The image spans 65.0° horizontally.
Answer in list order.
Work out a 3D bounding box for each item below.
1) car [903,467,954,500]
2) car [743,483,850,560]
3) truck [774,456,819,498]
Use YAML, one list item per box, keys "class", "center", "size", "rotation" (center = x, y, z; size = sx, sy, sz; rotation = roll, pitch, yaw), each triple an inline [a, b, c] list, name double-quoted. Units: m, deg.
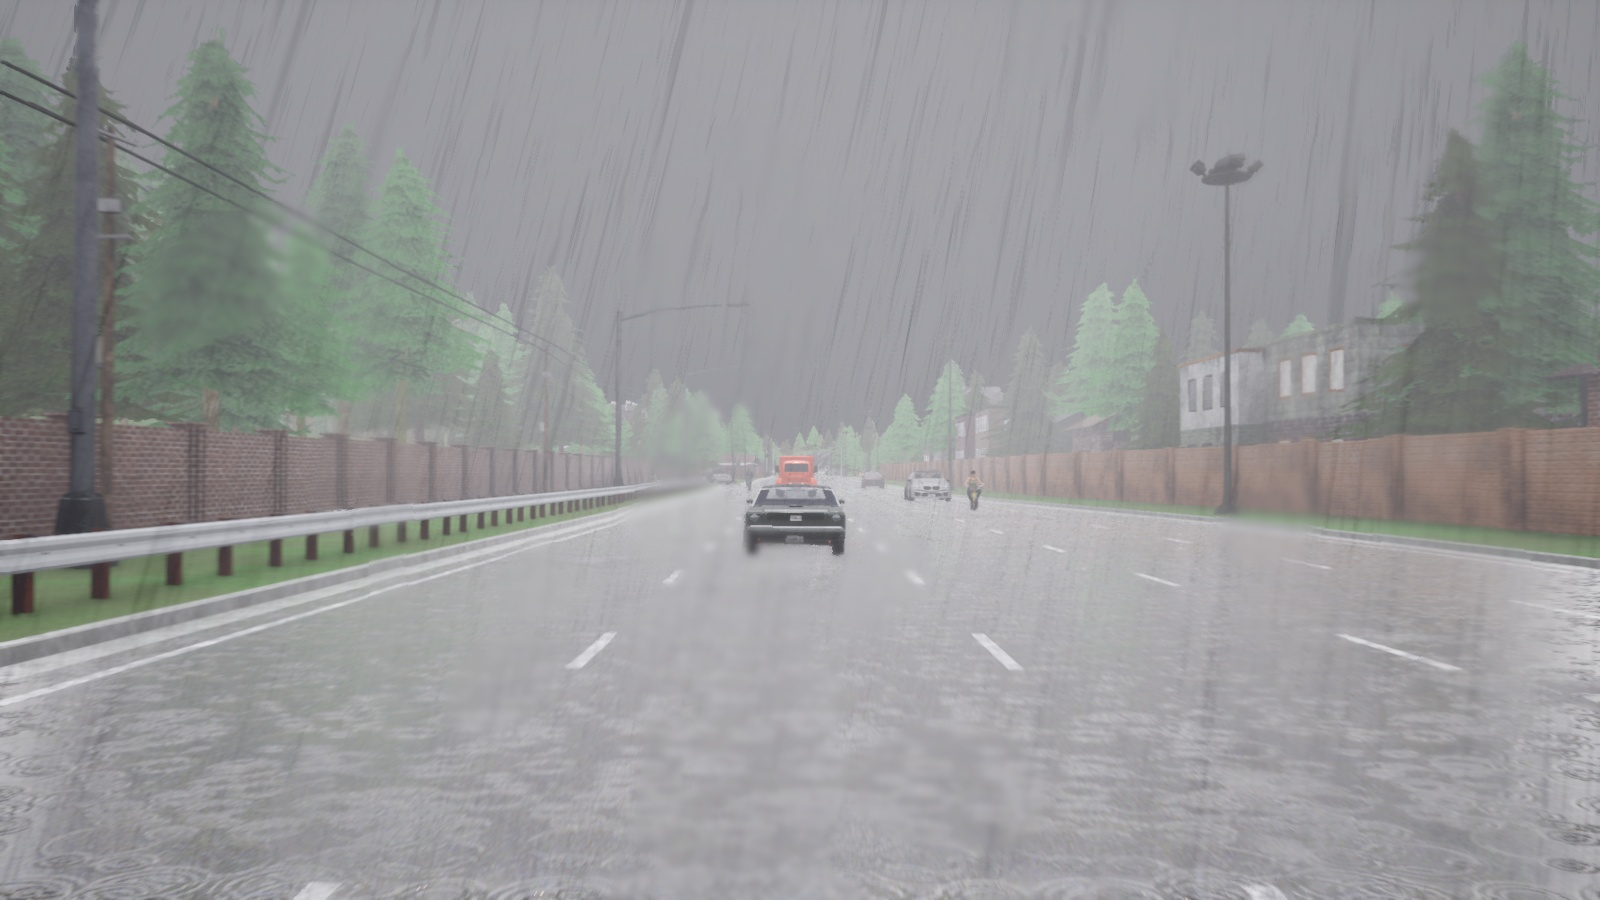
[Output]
- class: "car"
  center: [6.813, 1.750, 67.254]
  size: [2.242, 1.667, 4.611]
  rotation: [0, -1, 0]
- class: "car"
  center: [-0.069, 1.325, 24.545]
  size: [1.895, 1.301, 4.718]
  rotation: [0, -1, 0]
- class: "truck"
  center: [-0.216, 1.608, 76.724]
  size: [2.627, 2.467, 5.204]
  rotation: [0, -1, 0]
